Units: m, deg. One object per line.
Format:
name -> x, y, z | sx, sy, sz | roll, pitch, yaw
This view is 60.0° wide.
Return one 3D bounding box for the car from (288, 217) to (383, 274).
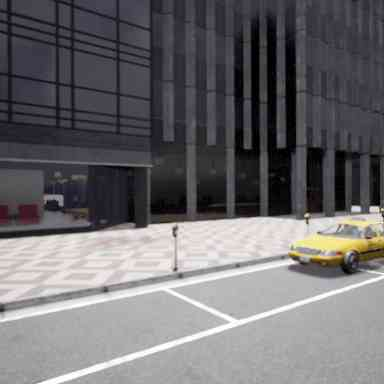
car -> 5.047, 1.486, 10.381 | 4.829, 1.417, 1.752 | 0, 0, -34
